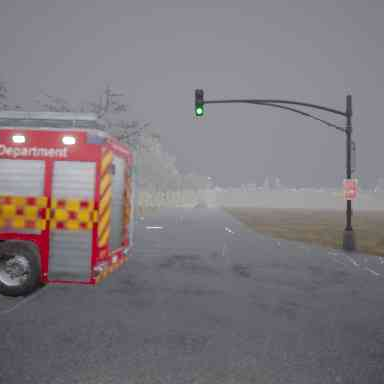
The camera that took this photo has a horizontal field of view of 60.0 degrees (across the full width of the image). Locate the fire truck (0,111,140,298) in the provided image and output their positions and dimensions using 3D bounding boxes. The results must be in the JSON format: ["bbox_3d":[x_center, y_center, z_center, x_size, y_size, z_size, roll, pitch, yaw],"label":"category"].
[{"bbox_3d":[-5.773,0.117,8.067,8.468,3.827,2.891,2,0,4],"label":"fire truck"}]

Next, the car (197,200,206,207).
[{"bbox_3d":[1.931,2.266,66.712,1.837,1.490,4.892,0,-1,2],"label":"car"}]

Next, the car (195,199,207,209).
[{"bbox_3d":[1.605,2.100,56.679,1.994,1.385,4.181,0,-1,2],"label":"car"}]
